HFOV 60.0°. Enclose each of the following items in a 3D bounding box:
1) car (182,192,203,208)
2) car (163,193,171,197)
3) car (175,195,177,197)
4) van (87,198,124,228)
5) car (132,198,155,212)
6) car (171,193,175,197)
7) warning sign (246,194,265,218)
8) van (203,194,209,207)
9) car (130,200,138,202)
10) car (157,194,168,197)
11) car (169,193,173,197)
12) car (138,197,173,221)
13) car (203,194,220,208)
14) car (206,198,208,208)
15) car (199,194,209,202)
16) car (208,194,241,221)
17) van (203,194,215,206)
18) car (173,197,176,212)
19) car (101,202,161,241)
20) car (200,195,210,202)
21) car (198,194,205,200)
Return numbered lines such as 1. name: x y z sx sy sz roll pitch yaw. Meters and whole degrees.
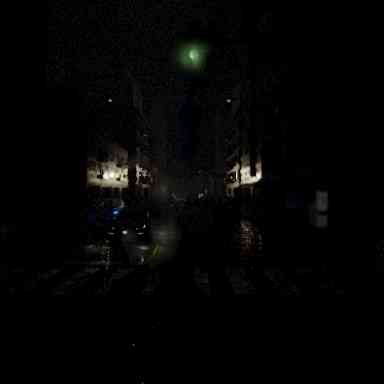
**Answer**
1. car: 0.086 1.260 46.573 2.097 1.767 4.553 0 0 0
2. car: -5.357 1.417 59.106 2.008 1.369 4.403 0 0 0
3. car: -5.337 1.403 80.731 1.802 1.307 4.206 0 0 0
4. van: -5.391 1.286 21.262 1.690 1.788 3.998 0 0 0
5. car: -5.377 1.457 37.482 1.887 1.381 4.507 0 0 0
6. car: -5.347 1.159 69.918 2.192 1.841 5.009 0 0 0
7. warning sign: 4.964 1.079 26.206 1.300 1.860 1.060 0 0 0
8. van: 2.720 1.264 42.883 1.690 1.788 3.998 0 0 0
9. car: -5.382 1.489 32.075 1.947 1.339 4.313 0 0 0
10. car: -5.362 1.403 53.531 1.752 1.417 4.829 0 0 0
11. car: -5.352 1.421 64.513 1.947 1.339 4.313 0 0 0
12. car: -2.829 1.419 26.743 1.882 1.535 5.008 0 0 0
13. car: 2.719 1.227 48.290 2.192 1.841 5.009 0 0 0
14. car: 2.723 1.496 32.071 2.008 1.369 4.403 0 0 0
15. car: 2.711 1.295 75.321 1.967 1.590 4.097 0 0 0
16. car: 2.725 1.272 26.665 2.192 1.841 5.009 0 0 0
17. van: 2.718 1.241 53.696 1.690 1.788 3.998 0 0 0
18. car: -2.809 1.520 37.305 1.895 1.301 4.718 0 0 0
19. car: -2.838 1.467 16.525 1.837 1.490 4.892 0 0 0
20. car: 2.713 1.391 70.085 1.752 1.417 4.829 0 0 0
21. car: 2.707 1.346 91.710 1.752 1.417 4.829 0 0 0
